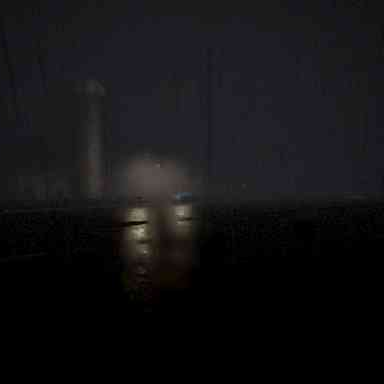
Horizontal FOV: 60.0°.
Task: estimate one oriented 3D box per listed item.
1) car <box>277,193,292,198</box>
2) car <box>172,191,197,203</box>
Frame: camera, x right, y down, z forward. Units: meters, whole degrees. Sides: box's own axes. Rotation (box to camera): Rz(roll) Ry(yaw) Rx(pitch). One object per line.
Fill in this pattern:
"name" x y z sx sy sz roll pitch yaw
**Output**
"car" 24.699 0.965 88.687 2.033 1.411 5.357 -1 0 43
"car" -1.399 0.882 62.491 2.150 2.045 5.566 -1 0 39
